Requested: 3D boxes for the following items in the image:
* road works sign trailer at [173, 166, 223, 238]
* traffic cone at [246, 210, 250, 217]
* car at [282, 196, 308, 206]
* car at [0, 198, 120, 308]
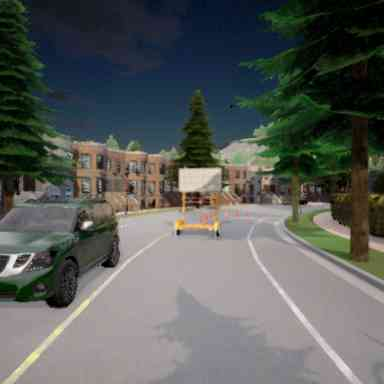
[{"bbox_3d":[0.475,0.436,17.591,2.380,3.560,2.880,0,0,14],"label":"road works sign trailer"},{"bbox_3d":[5.006,1.914,29.870,0.340,0.580,0.340,0,0,14],"label":"traffic cone"},{"bbox_3d":[15.730,1.432,50.683,4.902,1.511,2.128,0,0,-39],"label":"car"},{"bbox_3d":[-3.390,1.204,8.288,2.150,2.045,5.566,0,0,2],"label":"car"}]
